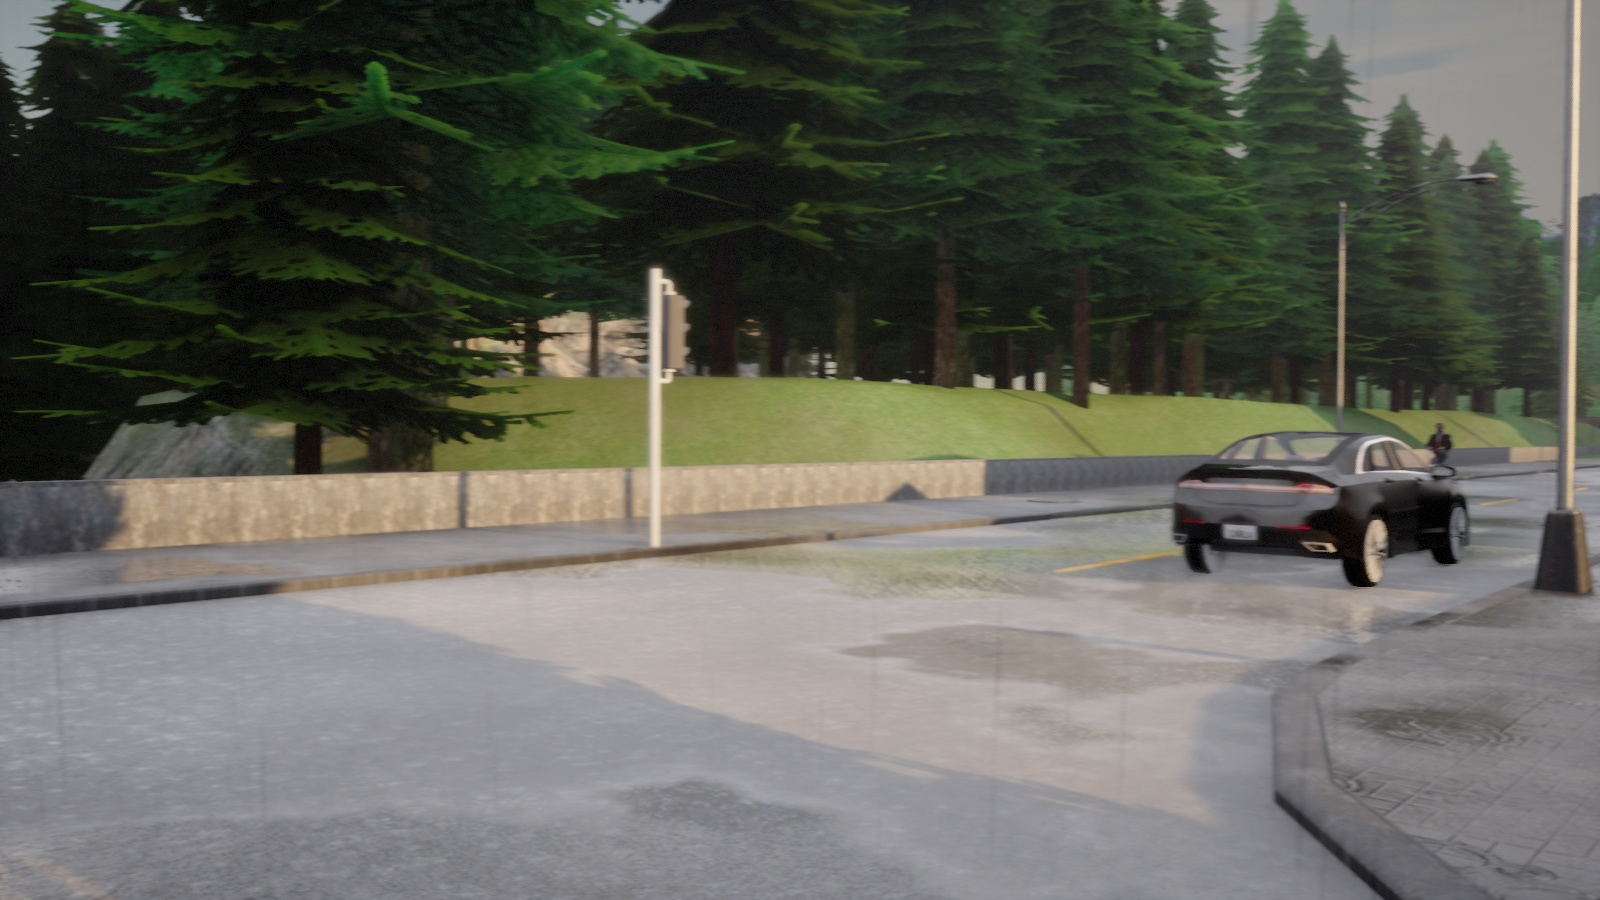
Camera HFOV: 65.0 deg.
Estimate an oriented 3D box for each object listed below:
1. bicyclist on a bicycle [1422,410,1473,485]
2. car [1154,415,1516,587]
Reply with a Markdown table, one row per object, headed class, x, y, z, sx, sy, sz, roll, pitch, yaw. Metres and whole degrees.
| class | x | y | z | sx | sy | sz | roll | pitch | yaw |
| --- | --- | --- | --- | --- | --- | --- | --- | --- | --- |
| bicyclist on a bicycle | 15.737 | -0.069 | 30.507 | 0.659 | 1.776 | 1.843 | 0 | 1 | 42 |
| car | 5.948 | 0.400 | 13.580 | 2.128 | 1.511 | 4.902 | 0 | 1 | 42 |
